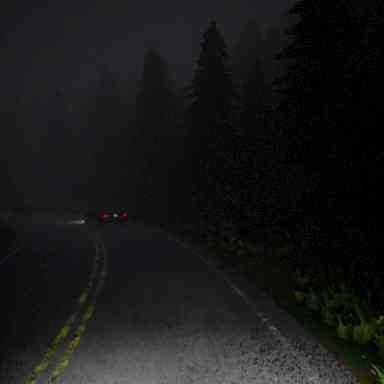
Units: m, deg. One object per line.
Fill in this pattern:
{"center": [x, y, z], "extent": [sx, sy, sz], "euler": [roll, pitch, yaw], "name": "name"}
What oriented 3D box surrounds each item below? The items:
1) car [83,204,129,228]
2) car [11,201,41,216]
{"center": [-5.950, 1.513, 22.552], "extent": [2.033, 1.411, 5.357], "euler": [-3, 1, -30], "name": "car"}
{"center": [-18.778, 1.808, 37.500], "extent": [5.008, 1.535, 1.882], "euler": [-2, 3, 44], "name": "car"}
